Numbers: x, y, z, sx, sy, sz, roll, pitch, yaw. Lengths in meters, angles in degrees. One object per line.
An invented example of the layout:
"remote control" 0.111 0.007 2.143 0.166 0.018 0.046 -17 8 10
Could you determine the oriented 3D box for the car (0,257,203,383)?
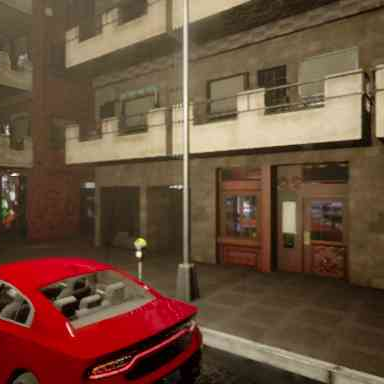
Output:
"car" -1.991 1.543 4.298 4.507 1.381 1.887 0 0 36
